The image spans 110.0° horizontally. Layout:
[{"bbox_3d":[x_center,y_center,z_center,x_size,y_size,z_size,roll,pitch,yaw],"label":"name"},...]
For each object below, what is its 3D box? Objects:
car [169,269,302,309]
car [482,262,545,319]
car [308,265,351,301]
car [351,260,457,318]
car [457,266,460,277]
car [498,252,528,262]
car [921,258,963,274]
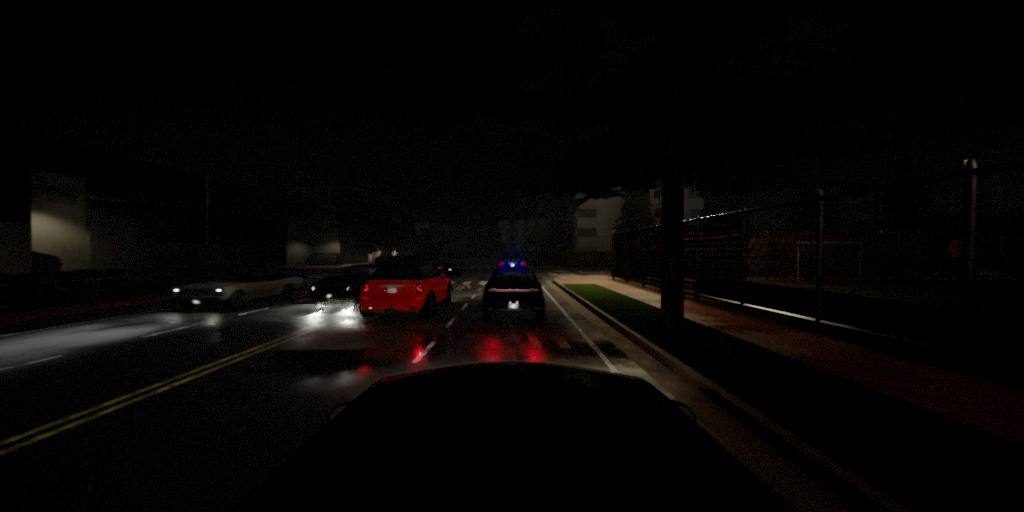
[{"bbox_3d":[-10.562,1.211,14.202,1.895,1.301,4.718,0,1,0],"label":"car"},{"bbox_3d":[0.057,1.124,12.180,2.128,1.511,4.902,0,1,0],"label":"car"},{"bbox_3d":[-7.046,1.132,16.488,2.033,1.411,5.357,0,1,1],"label":"car"},{"bbox_3d":[-3.441,0.981,12.473,2.097,1.767,4.553,0,1,0],"label":"car"},{"bbox_3d":[-5.778,1.001,29.465,1.994,1.385,4.181,0,1,-29],"label":"car"},{"bbox_3d":[0.059,0.675,28.246,2.150,2.045,5.566,0,1,0],"label":"car"},{"bbox_3d":[38.603,0.924,33.203,5.357,1.411,2.033,0,1,-5],"label":"car"}]
